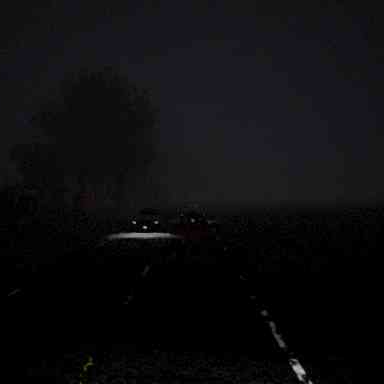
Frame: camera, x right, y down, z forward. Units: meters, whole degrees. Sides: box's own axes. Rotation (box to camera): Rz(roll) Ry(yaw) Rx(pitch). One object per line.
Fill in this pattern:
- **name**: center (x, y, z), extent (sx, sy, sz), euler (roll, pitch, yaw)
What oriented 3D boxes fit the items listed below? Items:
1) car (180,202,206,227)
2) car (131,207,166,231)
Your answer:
- **car**: center (0.066, 1.751, 24.771), extent (1.812, 1.442, 4.674), euler (0, 0, 1)
- **car**: center (-2.787, 1.754, 22.517), extent (2.033, 1.411, 5.357), euler (0, -1, 0)
